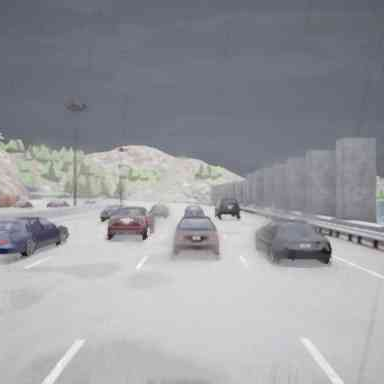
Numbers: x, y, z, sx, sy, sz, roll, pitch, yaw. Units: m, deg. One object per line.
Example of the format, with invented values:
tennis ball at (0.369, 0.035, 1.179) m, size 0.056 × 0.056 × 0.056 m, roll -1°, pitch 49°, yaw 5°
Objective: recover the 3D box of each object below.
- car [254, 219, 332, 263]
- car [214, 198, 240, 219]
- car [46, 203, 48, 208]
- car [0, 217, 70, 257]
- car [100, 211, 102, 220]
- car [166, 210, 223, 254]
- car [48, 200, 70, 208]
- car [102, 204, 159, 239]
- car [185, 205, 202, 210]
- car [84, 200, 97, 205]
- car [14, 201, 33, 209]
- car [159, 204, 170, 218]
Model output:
car at (3.657, 1.722, 12.685) m, size 1.994 × 1.385 × 4.181 m, roll 0°, pitch -1°, yaw 0°
car at (3.568, 1.644, 34.318) m, size 2.150 × 2.045 × 5.566 m, roll 0°, pitch -1°, yaw -1°
car at (-26.539, 2.315, 64.075) m, size 1.994 × 1.385 × 4.181 m, roll 0°, pitch -1°, yaw -8°
car at (-6.835, 1.713, 13.608) m, size 2.033 × 1.411 × 5.357 m, roll 0°, pitch -1°, yaw 0°
car at (-6.854, 1.913, 30.004) m, size 2.033 × 1.411 × 5.357 m, roll 0°, pitch -1°, yaw -1°
car at (0.170, 1.724, 14.349) m, size 2.033 × 1.411 × 5.357 m, roll 0°, pitch -1°, yaw 0°
car at (-22.095, 2.202, 56.173) m, size 1.812 × 1.442 × 4.674 m, roll 0°, pitch -1°, yaw -4°
car at (-3.310, 1.584, 18.970) m, size 2.097 × 1.767 × 4.553 m, roll 0°, pitch -1°, yaw 0°
car at (0.144, 1.915, 29.930) m, size 2.033 × 1.411 × 5.357 m, roll 0°, pitch -1°, yaw -1°
car at (-19.483, 2.281, 64.155) m, size 2.128 × 1.511 × 4.902 m, roll 0°, pitch -1°, yaw -8°
car at (-29.274, 2.221, 57.932) m, size 1.812 × 1.442 × 4.674 m, roll 0°, pitch -1°, yaw -6°
car at (-3.471, 2.001, 35.694) m, size 1.994 × 1.385 × 4.181 m, roll 0°, pitch -1°, yaw -1°
